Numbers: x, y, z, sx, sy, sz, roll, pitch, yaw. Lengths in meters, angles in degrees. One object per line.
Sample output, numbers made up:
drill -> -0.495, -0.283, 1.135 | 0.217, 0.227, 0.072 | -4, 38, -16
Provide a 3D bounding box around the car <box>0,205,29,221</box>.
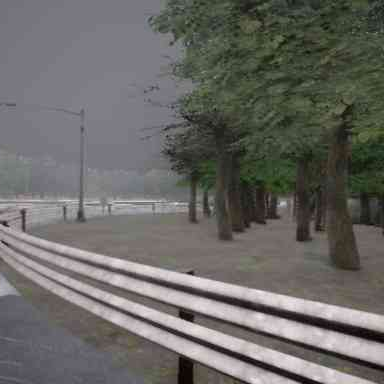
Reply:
car -> -15.546, 1.898, 28.317 | 1.837, 1.490, 4.892 | 0, -1, -5
